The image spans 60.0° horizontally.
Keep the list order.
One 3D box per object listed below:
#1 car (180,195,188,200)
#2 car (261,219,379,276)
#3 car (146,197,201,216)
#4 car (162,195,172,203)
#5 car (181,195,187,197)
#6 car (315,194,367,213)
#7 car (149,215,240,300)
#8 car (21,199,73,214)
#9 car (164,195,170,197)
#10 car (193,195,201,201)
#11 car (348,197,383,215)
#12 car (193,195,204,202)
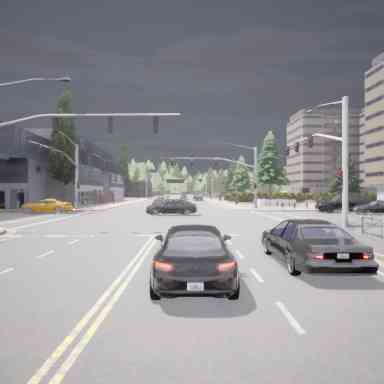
[{"bbox_3d":[-2.183,1.467,88.802,1.994,1.385,4.181,0,0,-1],"label":"car"},{"bbox_3d":[3.534,1.547,10.304,2.033,1.411,5.357,0,0,0],"label":"car"},{"bbox_3d":[-1.929,1.504,31.601,4.892,1.490,1.837,0,0,-4],"label":"car"},{"bbox_3d":[-5.217,1.478,70.600,1.882,1.535,5.008,0,0,-1],"label":"car"},{"bbox_3d":[-1.910,1.533,78.167,2.033,1.411,5.357,0,0,-1],"label":"car"},{"bbox_3d":[16.290,1.222,36.029,5.566,2.045,2.150,0,0,-2],"label":"car"},{"bbox_3d":[0.037,1.526,8.247,1.812,1.442,4.674,0,0,-1],"label":"car"},{"bbox_3d":[-15.021,1.477,34.477,5.008,1.535,1.882,0,0,-2],"label":"car"},{"bbox_3d":[-4.780,1.564,50.292,1.994,1.385,4.181,0,0,-2],"label":"car"},{"bbox_3d":[1.316,1.500,88.874,1.837,1.490,4.892,0,0,-1],"label":"car"},{"bbox_3d":[18.223,1.526,32.561,4.674,1.442,1.812,0,0,-2],"label":"car"},{"bbox_3d":[1.631,1.478,76.689,1.882,1.535,5.008,0,0,-1],"label":"car"}]
